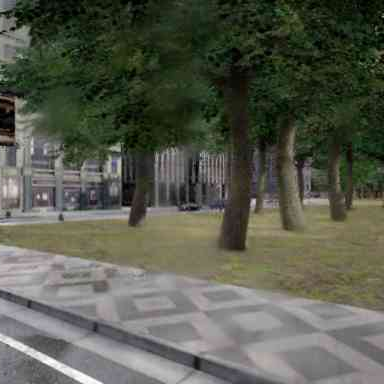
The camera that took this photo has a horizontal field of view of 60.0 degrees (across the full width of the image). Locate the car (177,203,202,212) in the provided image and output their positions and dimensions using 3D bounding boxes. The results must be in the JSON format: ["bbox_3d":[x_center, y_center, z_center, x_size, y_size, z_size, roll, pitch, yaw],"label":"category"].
[{"bbox_3d":[-0.388,2.580,54.188,1.895,1.301,4.718,0,-1,35],"label":"car"}]

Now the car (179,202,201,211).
[{"bbox_3d":[-0.373,2.604,59.663,1.994,1.385,4.181,0,-1,34],"label":"car"}]

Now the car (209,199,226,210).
[{"bbox_3d":[5.387,2.319,62.835,2.150,2.045,5.566,0,-1,34],"label":"car"}]
